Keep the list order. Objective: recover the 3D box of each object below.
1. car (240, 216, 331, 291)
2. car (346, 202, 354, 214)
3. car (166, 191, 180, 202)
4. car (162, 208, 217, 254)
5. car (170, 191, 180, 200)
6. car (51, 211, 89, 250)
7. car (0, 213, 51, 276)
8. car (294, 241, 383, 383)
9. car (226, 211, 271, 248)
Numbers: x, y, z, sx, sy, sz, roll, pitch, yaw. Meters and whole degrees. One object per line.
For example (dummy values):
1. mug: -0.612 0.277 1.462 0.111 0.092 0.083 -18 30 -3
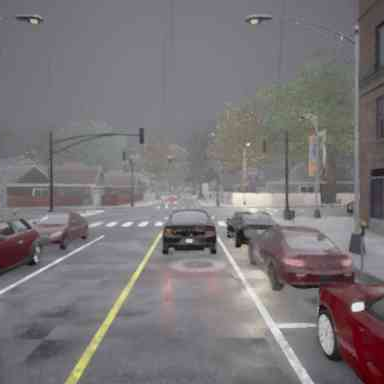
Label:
1. car: 2.545 1.504 8.473 1.802 1.307 4.206 0 0 -1
2. car: 14.860 1.188 27.147 4.181 1.385 1.994 -1 0 -1
3. car: -3.820 0.914 63.172 2.097 1.767 4.553 0 0 0
4. car: -0.088 1.376 13.011 1.882 1.535 5.008 0 0 0
5. car: -4.015 0.689 78.582 2.150 2.045 5.566 0 0 -1
6. car: -5.545 1.498 13.895 1.802 1.307 4.206 0 0 -1
7. car: -5.481 1.399 8.375 1.967 1.590 4.097 0 0 -1
8. car: 2.610 1.509 2.955 1.887 1.381 4.507 0 0 -1
9. car: 2.479 1.445 13.991 1.947 1.339 4.313 0 0 -1
